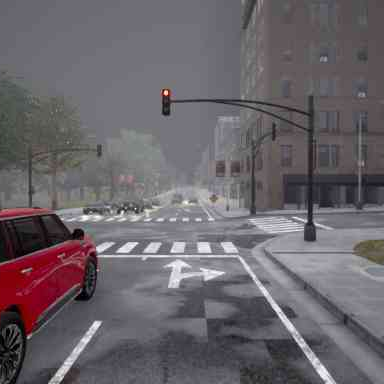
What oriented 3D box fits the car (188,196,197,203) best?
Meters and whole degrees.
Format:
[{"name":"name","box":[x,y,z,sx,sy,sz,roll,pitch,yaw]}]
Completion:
[{"name":"car","box":[0.116,1.622,75.306,1.837,1.490,4.892,0,0,0]}]

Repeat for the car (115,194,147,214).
[{"name":"car","box":[-6.547,1.252,35.828,2.150,2.045,5.566,0,0,0]}]

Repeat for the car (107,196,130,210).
[{"name":"car","box":[-9.781,1.403,44.475,2.097,1.767,4.553,0,0,0]}]

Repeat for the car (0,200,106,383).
[{"name":"car","box":[-3.119,1.220,5.166,2.150,2.045,5.566,0,0,-2]}]

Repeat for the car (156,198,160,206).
[{"name":"car","box":[-6.489,1.648,55.447,1.994,1.385,4.181,0,0,1]}]

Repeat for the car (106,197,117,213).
[{"name":"car","box":[-9.799,1.575,34.943,2.033,1.411,5.357,0,0,0]}]

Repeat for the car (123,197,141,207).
[{"name":"car","box":[-9.755,1.573,54.691,2.128,1.511,4.902,0,0,0]}]

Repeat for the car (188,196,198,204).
[{"name":"car","box":[0.201,1.656,65.033,2.033,1.411,5.357,0,0,0]}]

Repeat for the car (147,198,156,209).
[{"name":"car","box":[-6.532,1.580,45.583,1.812,1.442,4.674,0,0,0]}]

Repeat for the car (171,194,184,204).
[{"name":"car","box":[-3.051,1.655,64.622,2.033,1.411,5.357,0,0,0]}]
